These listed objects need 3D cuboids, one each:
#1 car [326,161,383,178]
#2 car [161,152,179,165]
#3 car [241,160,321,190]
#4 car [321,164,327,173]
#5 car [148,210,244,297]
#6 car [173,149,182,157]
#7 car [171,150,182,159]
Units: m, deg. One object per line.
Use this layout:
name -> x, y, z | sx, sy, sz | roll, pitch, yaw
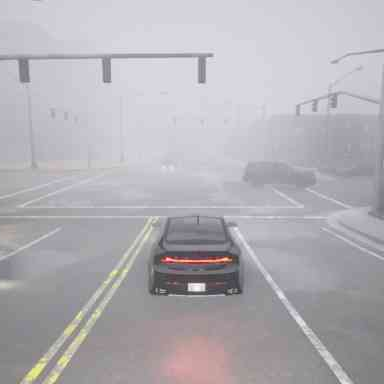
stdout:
car -> 16.652, -2.154, 32.867 | 5.357, 1.411, 2.033 | 0, 9, 2
car -> -3.582, -4.901, 50.697 | 2.033, 1.411, 5.357 | 0, 9, 0
car -> 6.657, -1.392, 25.787 | 5.566, 2.045, 2.150 | 2, 10, 13
car -> 15.947, -2.671, 36.328 | 4.181, 1.385, 1.994 | 0, 9, 0
car -> 0.074, 1.200, 8.032 | 1.837, 1.490, 4.892 | 0, 4, 0
car -> -3.478, -9.243, 78.411 | 1.882, 1.535, 5.008 | 0, 9, 0
car -> -3.491, -7.711, 67.640 | 2.097, 1.767, 4.553 | 0, 9, 0
